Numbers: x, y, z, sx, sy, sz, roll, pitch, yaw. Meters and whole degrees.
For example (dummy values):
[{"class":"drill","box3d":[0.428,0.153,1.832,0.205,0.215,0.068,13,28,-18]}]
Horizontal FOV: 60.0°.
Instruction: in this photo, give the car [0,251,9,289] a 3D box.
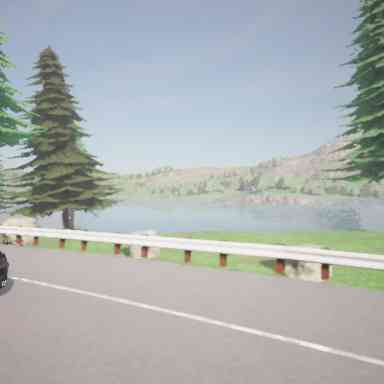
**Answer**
[{"class":"car","box3d":[-6.151,1.539,7.438,4.892,1.490,1.837,0,0,30]}]
